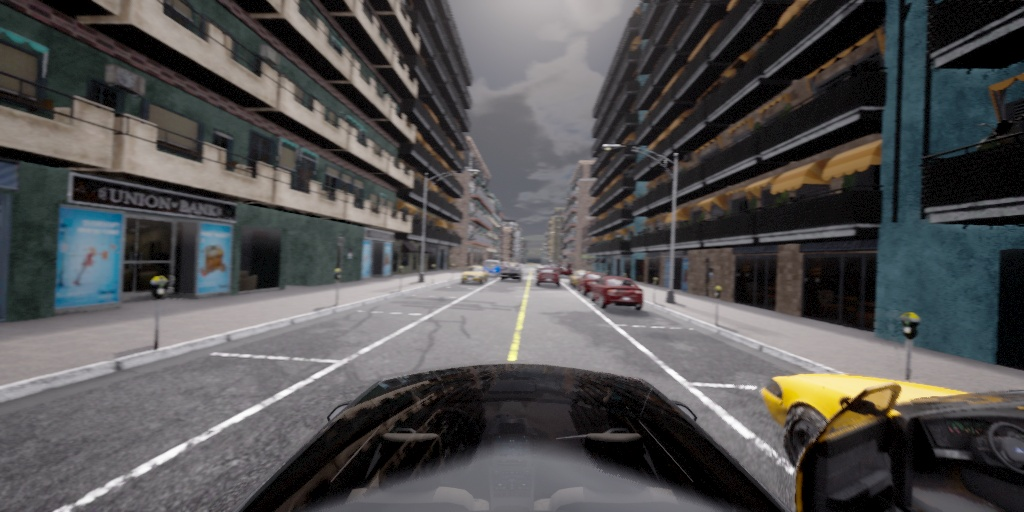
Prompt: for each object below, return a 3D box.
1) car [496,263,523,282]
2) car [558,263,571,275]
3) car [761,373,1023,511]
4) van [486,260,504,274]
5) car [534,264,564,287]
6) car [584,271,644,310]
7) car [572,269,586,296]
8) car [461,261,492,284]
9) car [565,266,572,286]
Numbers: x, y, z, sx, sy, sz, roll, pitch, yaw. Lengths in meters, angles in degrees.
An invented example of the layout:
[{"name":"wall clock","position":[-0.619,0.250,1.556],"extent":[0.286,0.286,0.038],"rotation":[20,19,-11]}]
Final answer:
[{"name":"car","position":[-0.021,1.627,32.708],"extent":[1.895,1.301,4.718],"rotation":[2,-1,4]},{"name":"car","position":[6.455,1.748,45.083],"extent":[2.192,1.841,5.009],"rotation":[0,0,3]},{"name":"car","position":[3.562,1.359,1.715],"extent":[1.801,1.575,5.366],"rotation":[2,-1,3]},{"name":"van","position":[-2.238,1.346,39.959],"extent":[1.690,1.789,3.998],"rotation":[0,0,3]},{"name":"car","position":[2.916,1.645,29.146],"extent":[1.812,1.442,4.674],"rotation":[2,-1,4]},{"name":"car","position":[4.770,1.633,16.829],"extent":[1.888,1.381,4.507],"rotation":[0,0,3]},{"name":"car","position":[5.108,1.697,22.484],"extent":[1.888,1.381,4.507],"rotation":[0,0,3]},{"name":"car","position":[-2.922,1.390,28.488],"extent":[1.751,1.417,4.829],"rotation":[0,0,3]},{"name":"car","position":[5.455,1.744,28.301],"extent":[1.751,1.417,4.829],"rotation":[0,0,3]}]
